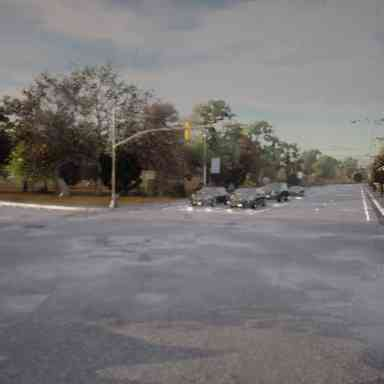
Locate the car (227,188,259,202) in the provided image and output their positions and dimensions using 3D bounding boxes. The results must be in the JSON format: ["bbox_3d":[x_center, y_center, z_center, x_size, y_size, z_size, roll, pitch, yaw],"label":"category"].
[{"bbox_3d":[5.931,0.253,38.030,2.033,1.411,5.357,2,2,27],"label":"car"}]

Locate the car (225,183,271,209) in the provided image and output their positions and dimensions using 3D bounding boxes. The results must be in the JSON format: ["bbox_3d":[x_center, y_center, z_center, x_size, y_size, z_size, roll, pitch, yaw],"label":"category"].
[{"bbox_3d":[4.792,0.399,28.042,2.097,1.767,4.553,2,2,27],"label":"car"}]

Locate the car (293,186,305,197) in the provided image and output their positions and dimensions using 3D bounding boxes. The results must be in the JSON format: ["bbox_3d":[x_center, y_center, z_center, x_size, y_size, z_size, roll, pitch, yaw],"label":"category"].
[{"bbox_3d":[15.249,-0.064,48.544,1.837,1.490,4.892,2,3,27],"label":"car"}]

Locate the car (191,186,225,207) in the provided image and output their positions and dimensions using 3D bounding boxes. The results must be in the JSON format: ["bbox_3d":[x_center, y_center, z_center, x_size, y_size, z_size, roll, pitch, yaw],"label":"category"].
[{"bbox_3d":[1.650,0.310,29.583,2.097,1.767,4.553,2,2,27],"label":"car"}]

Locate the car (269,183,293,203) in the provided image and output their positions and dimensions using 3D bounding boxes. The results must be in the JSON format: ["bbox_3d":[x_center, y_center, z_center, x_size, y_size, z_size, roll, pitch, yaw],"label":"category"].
[{"bbox_3d":[9.126,0.012,36.579,2.150,2.045,5.566,2,2,28],"label":"car"}]

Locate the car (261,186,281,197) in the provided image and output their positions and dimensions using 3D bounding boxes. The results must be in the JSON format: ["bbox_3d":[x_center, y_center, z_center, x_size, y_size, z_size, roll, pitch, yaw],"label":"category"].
[{"bbox_3d":[11.768,-0.110,49.415,1.812,1.442,4.674,2,3,27],"label":"car"}]
